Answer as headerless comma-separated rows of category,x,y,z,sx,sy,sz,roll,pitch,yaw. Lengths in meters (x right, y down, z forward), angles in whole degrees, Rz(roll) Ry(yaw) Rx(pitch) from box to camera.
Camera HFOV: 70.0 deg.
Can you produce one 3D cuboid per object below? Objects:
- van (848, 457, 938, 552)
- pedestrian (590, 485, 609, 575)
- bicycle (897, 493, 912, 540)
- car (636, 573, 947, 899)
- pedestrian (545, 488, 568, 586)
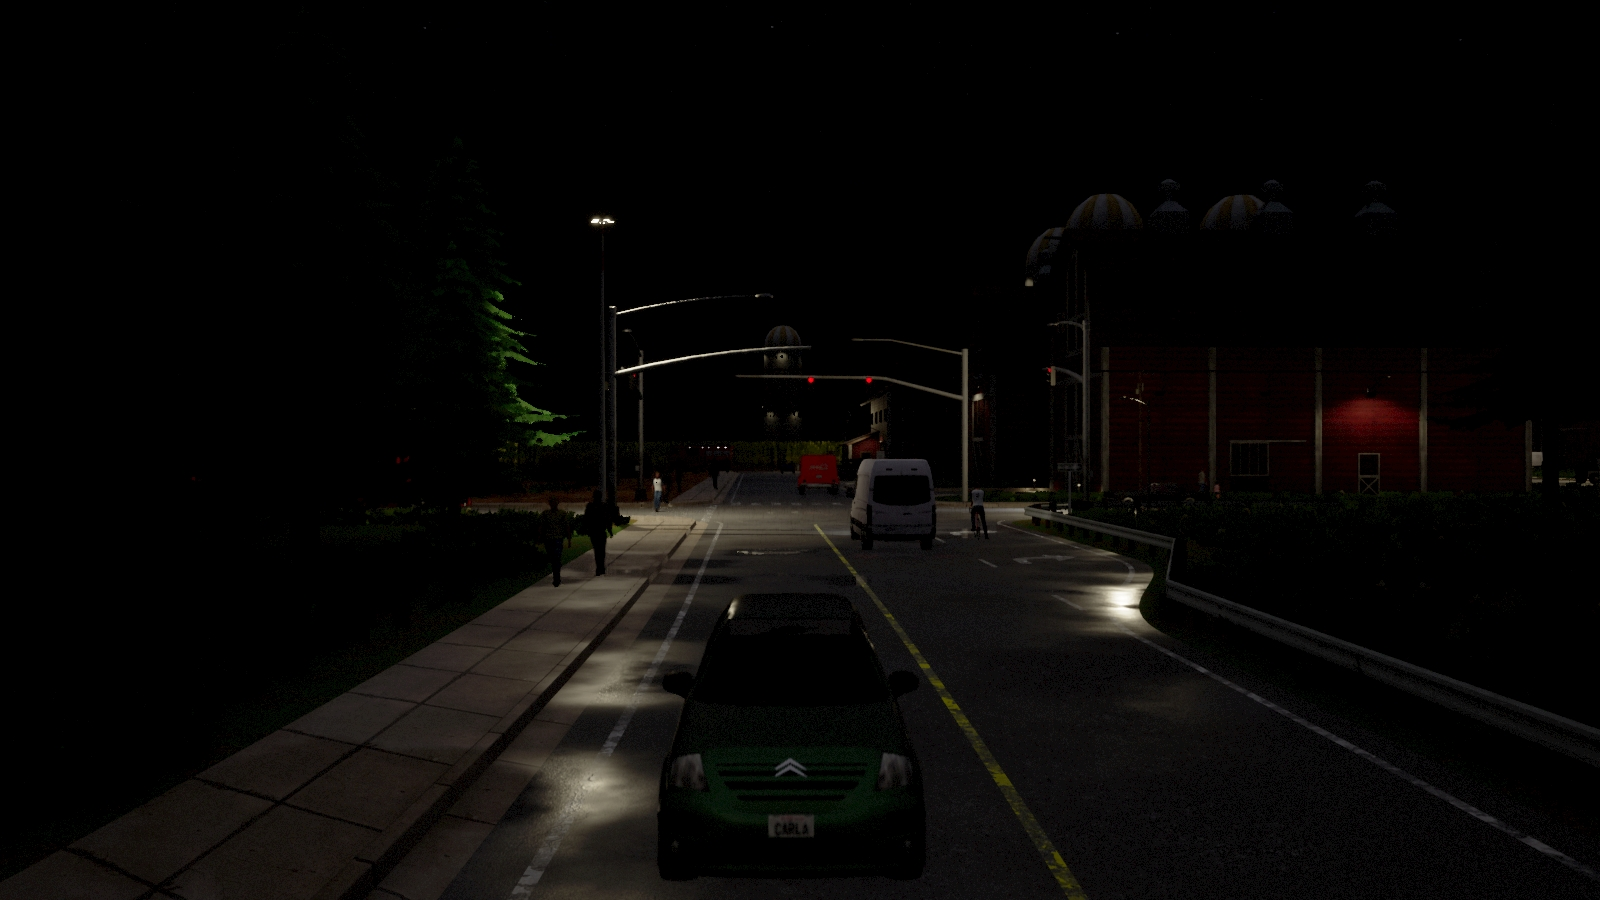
van,2.659,1.508,34.092,1.988,2.561,5.915,0,0,-2
pedestrian,-4.221,1.669,24.024,0.375,1.860,0.375,0,0,-11
bicycle,3.290,2.079,36.037,0.373,1.396,1.643,0,0,3
car,-0.072,1.973,8.805,1.851,1.617,3.988,0,0,-1
pedestrian,-4.684,1.670,22.020,0.375,1.860,0.375,0,0,-2
